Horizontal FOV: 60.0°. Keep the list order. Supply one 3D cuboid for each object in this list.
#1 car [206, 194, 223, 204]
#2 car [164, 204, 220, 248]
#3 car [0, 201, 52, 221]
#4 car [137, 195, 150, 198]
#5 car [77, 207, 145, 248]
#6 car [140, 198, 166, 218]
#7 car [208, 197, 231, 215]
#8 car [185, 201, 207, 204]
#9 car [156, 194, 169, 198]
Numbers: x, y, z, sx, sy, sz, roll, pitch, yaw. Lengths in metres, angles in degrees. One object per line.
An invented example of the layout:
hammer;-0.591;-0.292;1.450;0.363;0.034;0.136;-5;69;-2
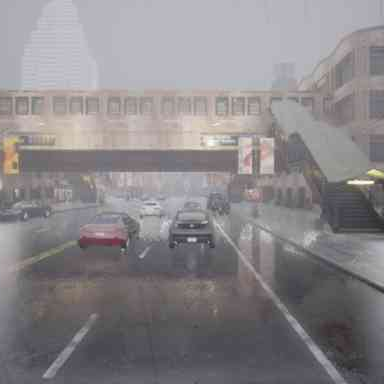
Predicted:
car;3.180;1.225;45.981;2.435;2.045;5.566;0;0;0
car;0.000;1.513;14.650;1.837;1.490;4.892;0;0;0
car;-13.505;1.477;27.356;2.231;1.521;4.892;0;0;10
car;-10.384;1.369;73.820;1.882;1.535;5.008;0;0;0
car;-3.500;1.569;14.650;1.994;1.385;4.181;0;0;0
car;-3.500;1.530;29.650;1.812;1.442;4.674;0;0;0
car;3.225;1.591;38.584;1.895;1.301;4.718;0;0;0
car;0.000;1.561;29.649;2.033;1.411;5.357;0;0;0
car;-6.884;1.369;73.822;1.882;1.535;5.008;0;0;0
